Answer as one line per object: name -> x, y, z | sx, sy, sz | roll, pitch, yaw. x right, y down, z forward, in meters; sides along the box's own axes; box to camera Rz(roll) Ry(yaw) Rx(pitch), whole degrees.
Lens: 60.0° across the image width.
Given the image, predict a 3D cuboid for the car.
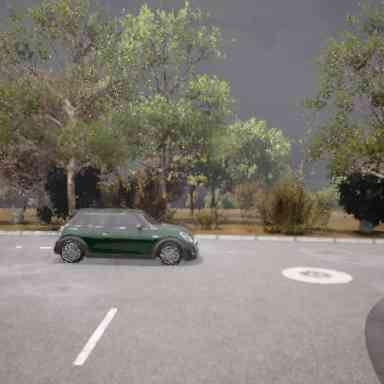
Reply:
car -> -2.056, 1.371, 11.145 | 4.553, 1.767, 2.097 | 1, 0, 0
